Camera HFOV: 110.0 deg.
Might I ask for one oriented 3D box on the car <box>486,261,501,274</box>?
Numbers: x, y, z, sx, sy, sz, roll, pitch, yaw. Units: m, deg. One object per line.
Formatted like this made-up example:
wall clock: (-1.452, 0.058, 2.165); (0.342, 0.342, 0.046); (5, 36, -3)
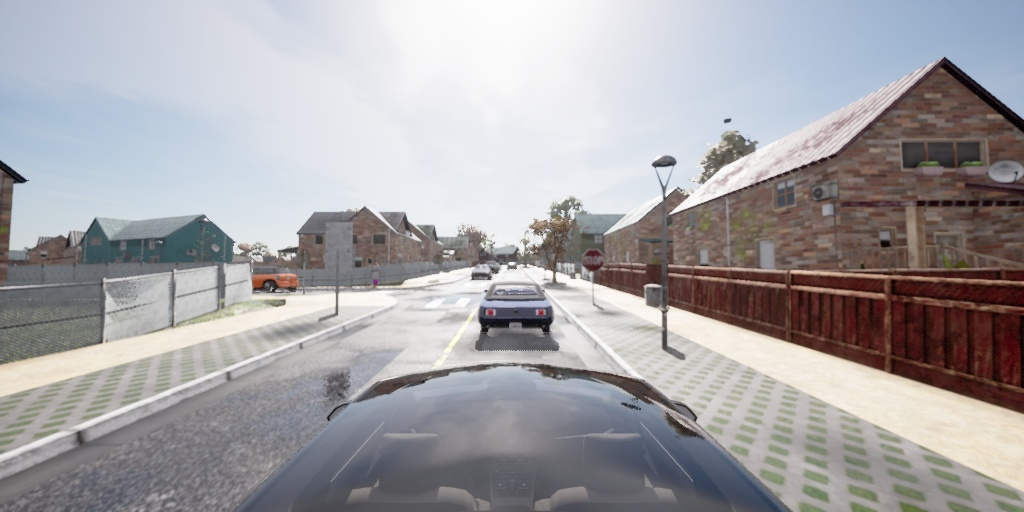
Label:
car: (-2.893, 1.465, 47.456); (2.097, 1.767, 4.553); (0, -1, 0)

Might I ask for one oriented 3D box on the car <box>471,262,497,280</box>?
car: (-2.888, 1.549, 35.277); (2.033, 1.411, 5.357); (0, 0, 0)

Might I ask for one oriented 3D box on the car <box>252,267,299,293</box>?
car: (-16.862, 1.531, 23.959); (4.553, 1.767, 2.097); (-1, -3, 7)

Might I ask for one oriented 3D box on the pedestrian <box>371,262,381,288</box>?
pedestrian: (-9.938, 1.350, 26.107); (0.375, 1.860, 0.375); (0, -2, 5)

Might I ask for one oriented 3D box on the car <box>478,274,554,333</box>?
car: (0.090, 1.411, 10.909); (1.895, 1.301, 4.718); (0, 0, 0)
